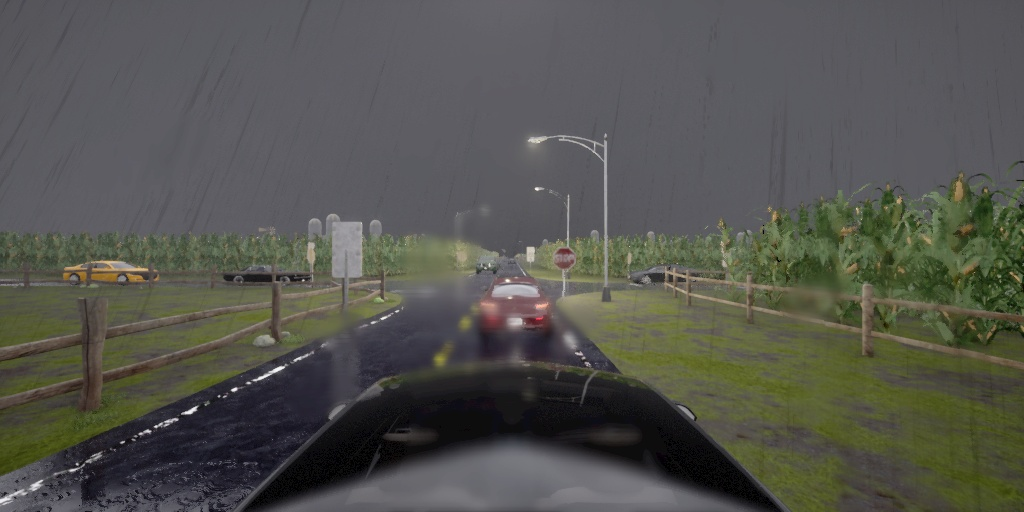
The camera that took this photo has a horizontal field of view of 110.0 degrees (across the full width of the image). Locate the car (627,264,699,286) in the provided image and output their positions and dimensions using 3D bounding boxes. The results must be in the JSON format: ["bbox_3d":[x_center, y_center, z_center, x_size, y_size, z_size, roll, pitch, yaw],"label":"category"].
[{"bbox_3d":[10.855,1.348,25.890,4.892,1.490,1.837,1,-1,1],"label":"car"}]

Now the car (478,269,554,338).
[{"bbox_3d":[0.099,1.276,10.112,1.812,1.442,4.674,0,0,0],"label":"car"}]

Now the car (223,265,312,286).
[{"bbox_3d":[-15.684,1.251,23.208,4.718,1.301,1.895,0,-1,1],"label":"car"}]

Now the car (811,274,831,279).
[{"bbox_3d":[24.252,1.157,25.757,5.566,2.045,2.150,1,-1,1],"label":"car"}]

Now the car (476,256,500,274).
[{"bbox_3d":[-2.839,0.961,41.138,2.150,2.045,5.566,0,0,0],"label":"car"}]

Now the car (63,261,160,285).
[{"bbox_3d":[-25.913,1.072,23.311,5.008,1.535,1.882,0,-1,1],"label":"car"}]
